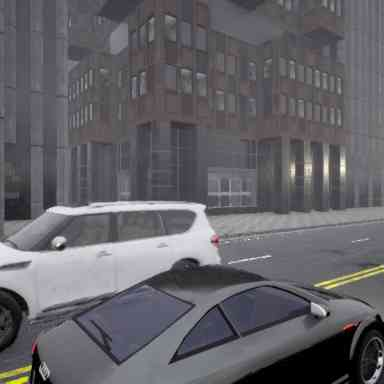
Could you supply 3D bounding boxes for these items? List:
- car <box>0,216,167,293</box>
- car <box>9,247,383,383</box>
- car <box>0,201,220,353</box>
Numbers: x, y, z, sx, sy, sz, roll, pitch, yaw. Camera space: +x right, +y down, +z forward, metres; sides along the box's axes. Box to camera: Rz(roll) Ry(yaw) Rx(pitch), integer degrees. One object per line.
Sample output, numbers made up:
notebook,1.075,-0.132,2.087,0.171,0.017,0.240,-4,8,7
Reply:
car,-3.514,1.547,9.200,5.357,1.411,2.033,0,0,-36
car,0.451,1.563,3.800,4.181,1.385,1.994,0,0,-36
car,-1.965,1.221,6.303,5.566,2.045,2.150,0,0,-36
